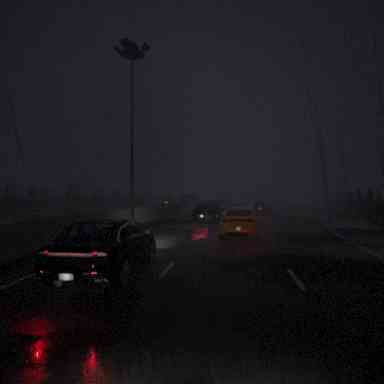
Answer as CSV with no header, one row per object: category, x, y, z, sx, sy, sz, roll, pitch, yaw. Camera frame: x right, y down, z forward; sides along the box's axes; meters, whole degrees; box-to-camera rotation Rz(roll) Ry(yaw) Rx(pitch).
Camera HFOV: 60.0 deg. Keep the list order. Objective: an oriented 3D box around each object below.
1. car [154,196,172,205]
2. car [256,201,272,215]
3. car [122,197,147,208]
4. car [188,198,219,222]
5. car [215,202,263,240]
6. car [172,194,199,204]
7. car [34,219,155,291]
car,-3.773,1.357,47.399,2.097,1.767,4.553,0,0,17
car,7.205,1.606,34.448,1.994,1.385,4.181,0,0,16
car,-7.868,1.493,45.908,1.837,1.490,4.892,0,0,17
car,1.358,1.521,26.783,1.837,1.490,4.892,0,0,15
car,2.554,1.495,17.292,1.882,1.535,5.008,0,0,11
car,-0.474,1.239,46.239,2.150,2.045,5.566,0,0,17
car,-2.286,1.486,9.079,2.128,1.511,4.902,0,0,6
